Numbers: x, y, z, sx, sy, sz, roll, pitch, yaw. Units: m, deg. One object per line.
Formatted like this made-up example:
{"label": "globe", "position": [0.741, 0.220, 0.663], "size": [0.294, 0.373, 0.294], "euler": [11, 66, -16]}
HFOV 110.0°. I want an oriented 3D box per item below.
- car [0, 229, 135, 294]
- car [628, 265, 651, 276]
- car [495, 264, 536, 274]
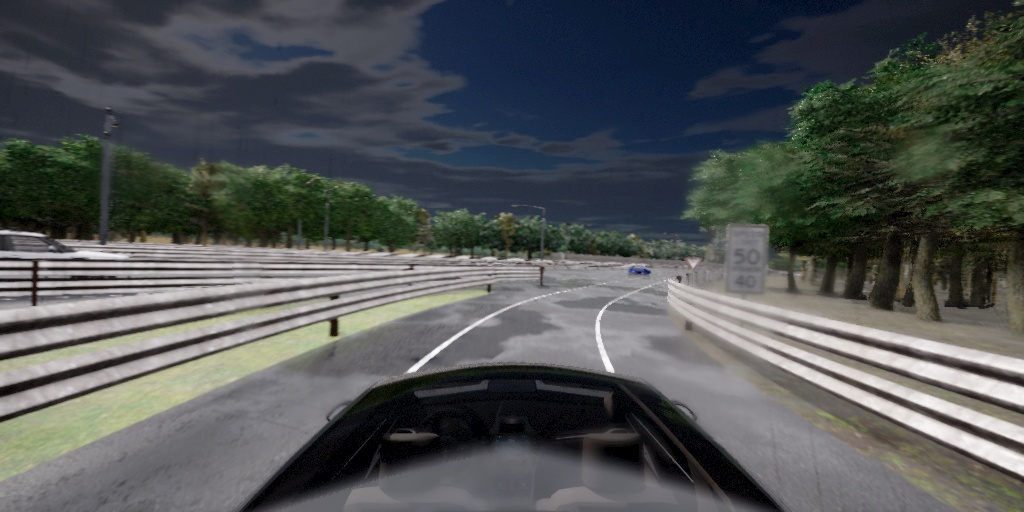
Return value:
{"label": "car", "position": [-16.217, 0.169, 11.624], "size": [2.150, 2.045, 5.566], "euler": [3, 0, 39]}
{"label": "car", "position": [18.978, 2.129, 53.043], "size": [1.882, 1.535, 5.008], "euler": [3, 0, 42]}
{"label": "car", "position": [0.159, 1.343, 31.449], "size": [1.895, 1.301, 4.718], "euler": [3, 0, 40]}
